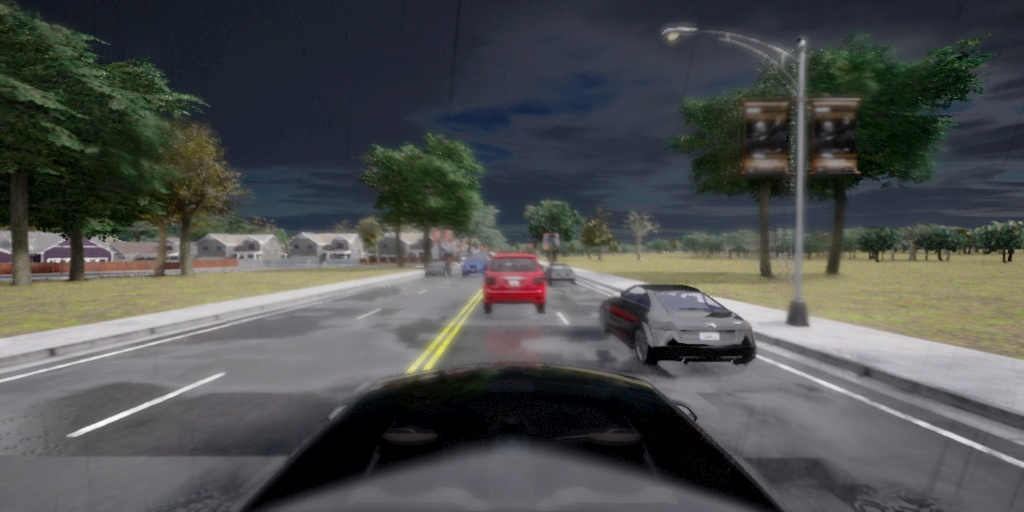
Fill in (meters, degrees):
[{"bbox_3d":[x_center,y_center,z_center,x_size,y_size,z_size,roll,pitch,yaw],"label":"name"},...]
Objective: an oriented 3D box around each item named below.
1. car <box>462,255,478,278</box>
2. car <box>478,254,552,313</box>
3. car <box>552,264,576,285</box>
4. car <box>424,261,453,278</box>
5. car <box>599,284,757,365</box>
[{"bbox_3d":[-3.352,0.919,33.743,2.150,2.045,5.566,0,0,0],"label":"car"},{"bbox_3d":[0.093,0.952,14.056,2.150,2.045,5.566,0,0,0],"label":"car"},{"bbox_3d":[3.334,1.259,25.615,2.033,1.411,5.357,0,0,0],"label":"car"},{"bbox_3d":[-6.601,1.204,32.623,1.837,1.490,4.892,0,0,0],"label":"car"},{"bbox_3d":[3.322,1.305,8.012,1.994,1.385,4.181,0,0,0],"label":"car"}]
